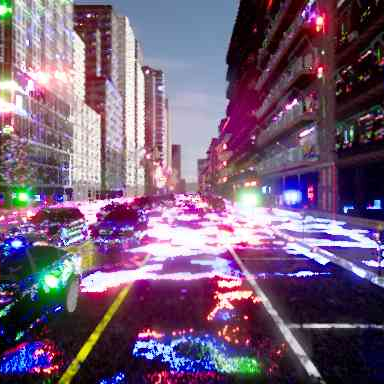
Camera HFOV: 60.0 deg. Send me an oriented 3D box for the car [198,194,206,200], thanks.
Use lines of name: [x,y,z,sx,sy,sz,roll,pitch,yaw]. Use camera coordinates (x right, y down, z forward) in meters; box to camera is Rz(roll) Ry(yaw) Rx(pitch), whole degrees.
car: [2.691,1.348,91.084,2.008,1.369,4.403,0,0,0]

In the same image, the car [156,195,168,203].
car: [-5.689,1.367,63.251,1.752,1.417,4.829,0,0,0]

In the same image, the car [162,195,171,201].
car: [-5.689,1.404,74.487,1.802,1.307,4.206,0,0,0]

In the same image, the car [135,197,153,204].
car: [-5.690,1.453,35.759,2.008,1.369,4.403,0,0,0]

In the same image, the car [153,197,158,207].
car: [-5.690,1.328,41.291,1.967,1.590,4.097,0,0,0]

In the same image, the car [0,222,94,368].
car: [-3.091,1.463,4.592,1.882,1.535,5.008,0,0,0]

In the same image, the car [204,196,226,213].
car: [2.691,1.453,35.758,2.008,1.369,4.403,0,0,0]

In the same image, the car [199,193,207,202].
car: [2.691,1.292,57.888,1.967,1.590,4.097,0,0,0]

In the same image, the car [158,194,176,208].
car: [-3.081,1.406,44.914,1.812,1.442,4.674,0,0,0]

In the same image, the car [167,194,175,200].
car: [-5.689,1.322,90.914,1.752,1.417,4.829,0,0,0]

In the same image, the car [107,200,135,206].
car: [-5.690,1.455,24.523,1.752,1.417,4.829,0,0,0]

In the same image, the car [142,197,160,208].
car: [-5.690,1.426,46.823,2.008,1.369,4.403,0,0,0]

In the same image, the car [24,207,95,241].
car: [-5.691,1.399,13.627,1.967,1.590,4.097,0,0,0]

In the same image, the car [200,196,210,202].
car: [2.691,1.414,68.954,1.802,1.307,4.206,0,0,0]

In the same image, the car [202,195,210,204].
car: [2.691,1.440,41.291,2.008,1.369,4.403,0,0,0]

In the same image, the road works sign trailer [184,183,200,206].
road works sign trailer: [0.001,0.330,51.555,2.380,3.560,2.880,0,0,0]

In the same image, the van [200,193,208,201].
van: [2.691,1.164,74.485,1.690,1.788,3.998,0,0,0]

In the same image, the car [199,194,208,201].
car: [2.691,1.254,80.018,1.967,1.590,4.097,0,0,0]

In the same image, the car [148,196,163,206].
car: [-5.690,1.408,52.355,1.887,1.381,4.507,0,0,0]

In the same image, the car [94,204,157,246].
car: [-3.047,1.502,15.314,2.033,1.411,5.357,0,0,0]
